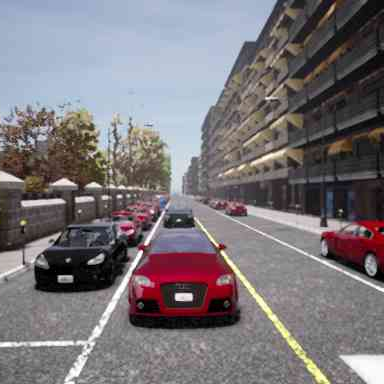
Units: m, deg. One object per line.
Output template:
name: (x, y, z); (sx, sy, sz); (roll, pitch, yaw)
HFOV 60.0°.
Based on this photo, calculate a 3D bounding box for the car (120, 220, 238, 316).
car: (-0.228, 1.564, 7.516); (1.994, 1.385, 4.181); (0, 0, -3)

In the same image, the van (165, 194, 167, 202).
van: (-4.939, 1.383, 48.943); (1.690, 1.788, 3.998); (0, 0, -3)

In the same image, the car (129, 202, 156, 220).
car: (-3.504, 1.547, 20.828); (1.887, 1.381, 4.507); (0, 0, -3)

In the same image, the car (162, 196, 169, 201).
car: (-6.947, 1.702, 88.303); (1.802, 1.307, 4.206); (0, 0, -3)

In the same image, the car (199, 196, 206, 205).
car: (2.856, 1.624, 60.616); (1.947, 1.339, 4.313); (0, 0, -3)

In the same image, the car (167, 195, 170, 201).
car: (-5.513, 1.625, 60.189); (1.947, 1.339, 4.313); (0, 0, -3)

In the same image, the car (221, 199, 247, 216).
car: (4.291, 1.598, 32.500); (1.802, 1.307, 4.206); (0, 0, -3)

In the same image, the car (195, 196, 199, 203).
car: (2.283, 1.520, 71.861); (1.967, 1.590, 4.097); (0, 0, -3)

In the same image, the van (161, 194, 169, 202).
van: (-6.660, 1.447, 82.680); (1.690, 1.788, 3.998); (0, 0, -3)

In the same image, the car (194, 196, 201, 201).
car: (1.422, 1.701, 88.731); (1.802, 1.307, 4.206); (0, 0, -3)

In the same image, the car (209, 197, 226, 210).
car: (3.717, 1.473, 43.747); (1.967, 1.590, 4.097); (0, 0, -3)

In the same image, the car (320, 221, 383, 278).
car: (5.440, 1.544, 10.011); (1.887, 1.381, 4.507); (0, 0, -3)

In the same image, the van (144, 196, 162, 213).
van: (-4.365, 1.366, 37.696); (1.690, 1.788, 3.998); (0, 0, -3)

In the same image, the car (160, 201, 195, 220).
car: (-0.884, 1.567, 22.530); (1.994, 1.385, 4.181); (0, 0, -2)

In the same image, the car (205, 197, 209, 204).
car: (3.431, 1.623, 49.370); (1.802, 1.307, 4.206); (0, 0, -3)

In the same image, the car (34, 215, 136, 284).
car: (-2.930, 1.566, 9.584); (1.947, 1.339, 4.313); (0, 0, -3)

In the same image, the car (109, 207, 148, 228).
car: (-3.217, 1.582, 15.208); (1.802, 1.307, 4.206); (0, 0, -3)

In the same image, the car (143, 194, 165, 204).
car: (-4.078, 1.332, 32.073); (2.192, 1.841, 5.009); (0, 0, -3)

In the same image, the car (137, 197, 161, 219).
car: (-3.790, 1.449, 26.449); (1.967, 1.590, 4.097); (0, 0, -3)
